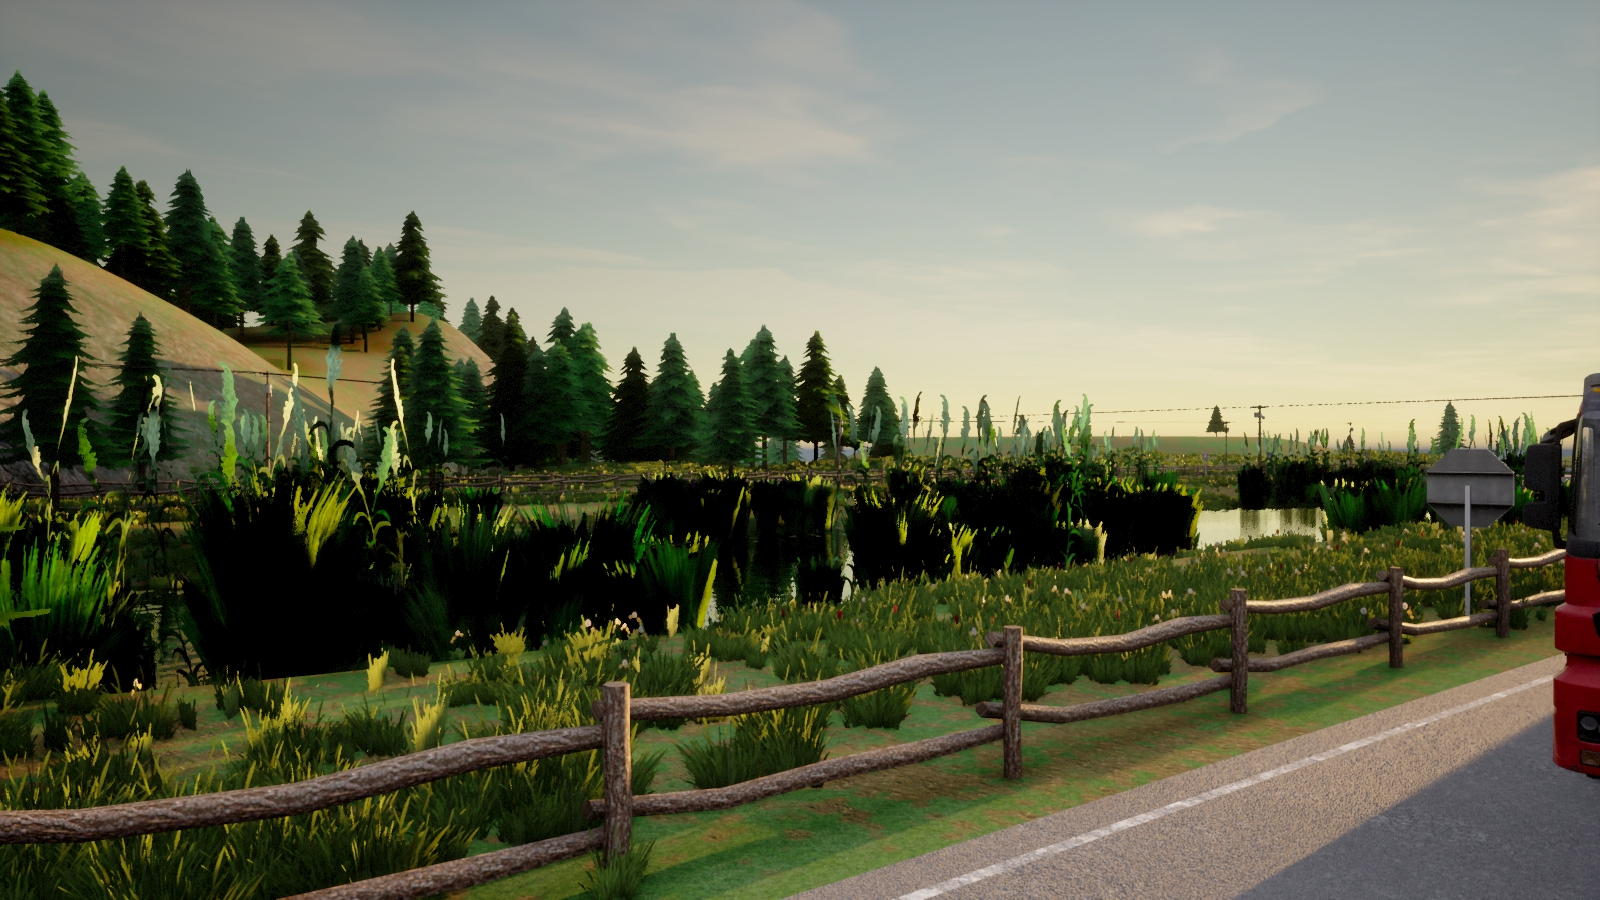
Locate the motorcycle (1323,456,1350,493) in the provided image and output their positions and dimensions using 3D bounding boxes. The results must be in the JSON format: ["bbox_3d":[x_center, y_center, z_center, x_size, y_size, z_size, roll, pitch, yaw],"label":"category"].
[{"bbox_3d":[34.990,1.577,74.472,2.033,2.348,0.803,0,0,-39],"label":"motorcycle"}]

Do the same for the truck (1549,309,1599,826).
[{"bbox_3d":[9.515,0.862,10.948,2.891,3.827,8.468,0,0,40],"label":"truck"}]
